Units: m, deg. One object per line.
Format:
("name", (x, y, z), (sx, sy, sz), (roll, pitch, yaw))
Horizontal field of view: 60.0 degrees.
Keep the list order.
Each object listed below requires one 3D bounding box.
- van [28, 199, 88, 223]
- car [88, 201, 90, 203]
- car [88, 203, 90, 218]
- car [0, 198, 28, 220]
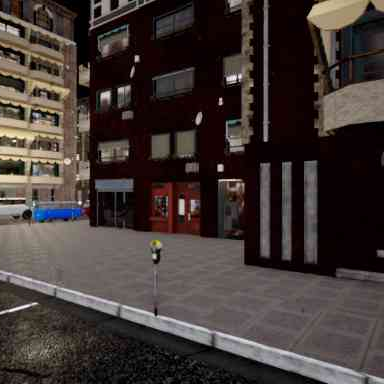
("van", (-11.373, 1.705, 28.462), (1.690, 1.788, 3.998), (-1, -2, 35))
("car", (-11.419, 2.079, 38.613), (1.994, 1.385, 4.181), (0, -1, 35))
("car", (-8.306, 2.036, 33.074), (1.947, 1.339, 4.313), (-1, -2, 35))
("car", (-17.155, 1.546, 30.564), (2.150, 2.045, 5.566), (0, -1, 34))
